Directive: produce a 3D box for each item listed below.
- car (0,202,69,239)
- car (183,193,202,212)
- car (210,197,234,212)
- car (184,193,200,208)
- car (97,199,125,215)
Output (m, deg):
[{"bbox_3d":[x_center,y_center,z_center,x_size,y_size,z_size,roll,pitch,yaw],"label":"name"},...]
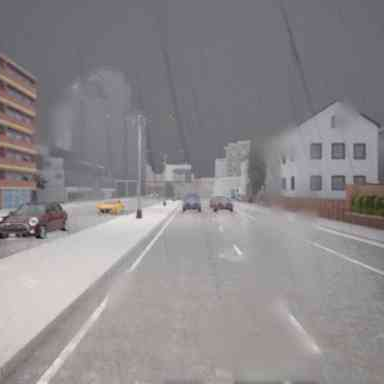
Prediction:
[{"bbox_3d":[-8.095,1.346,17.204,2.097,1.767,4.553,0,0,0],"label":"car"},{"bbox_3d":[0.001,1.341,38.194,2.097,1.767,4.553,0,0,0],"label":"car"},{"bbox_3d":[3.501,1.341,38.194,2.097,1.767,4.553,0,0,0],"label":"car"},{"bbox_3d":[0.002,1.209,48.370,2.150,2.045,5.566,0,0,0],"label":"car"},{"bbox_3d":[-8.076,1.468,33.428,1.882,1.535,5.008,0,0,0],"label":"car"}]
